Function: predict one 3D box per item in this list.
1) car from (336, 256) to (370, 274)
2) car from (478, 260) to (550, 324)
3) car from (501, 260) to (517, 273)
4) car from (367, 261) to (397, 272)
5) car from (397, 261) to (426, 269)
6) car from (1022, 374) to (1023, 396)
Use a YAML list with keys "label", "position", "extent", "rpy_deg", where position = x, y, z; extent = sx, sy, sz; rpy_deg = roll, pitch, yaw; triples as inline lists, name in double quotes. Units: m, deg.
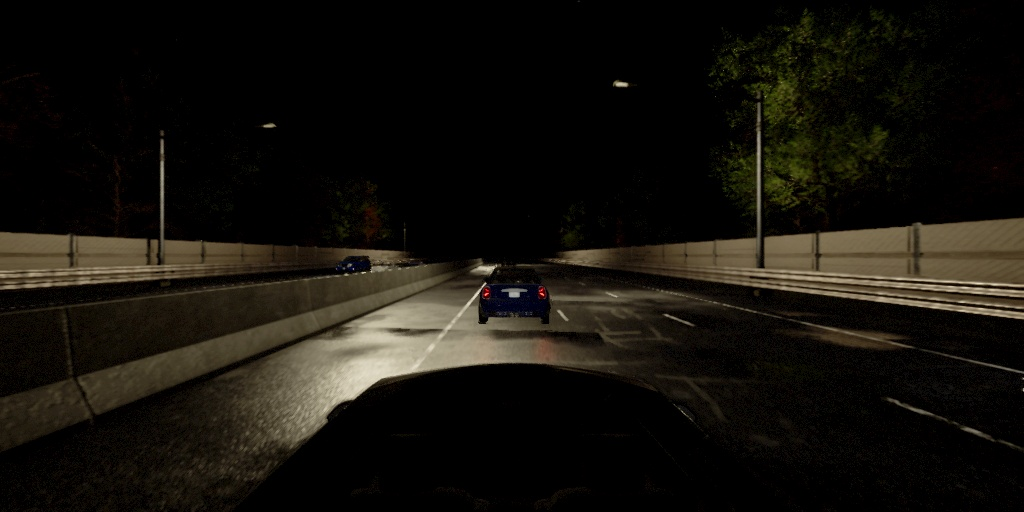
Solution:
- label: "car"
  position: [-18.063, 0.985, 41.203]
  extent: [2.150, 2.045, 5.566]
  rpy_deg: [0, 0, -1]
- label: "car"
  position: [0.053, 1.106, 12.191]
  extent: [2.097, 1.767, 4.553]
  rpy_deg: [0, 0, 0]
- label: "car"
  position: [-0.442, 1.273, 44.269]
  extent: [1.837, 1.490, 4.892]
  rpy_deg: [0, 0, -1]
- label: "car"
  position: [-14.565, 1.365, 41.312]
  extent: [1.895, 1.301, 4.718]
  rpy_deg: [0, 0, -1]
- label: "car"
  position: [-11.062, 1.312, 41.128]
  extent: [2.033, 1.411, 5.357]
  rpy_deg: [0, 0, -1]
- label: "car"
  position: [7.093, 1.254, 2.226]
  extent: [1.837, 1.490, 4.892]
  rpy_deg: [0, 0, 0]
